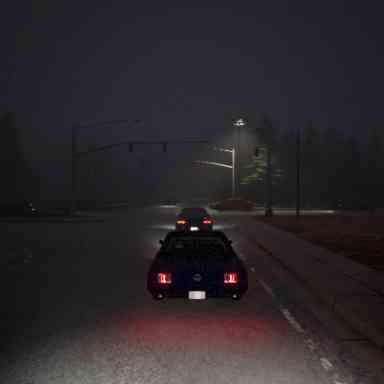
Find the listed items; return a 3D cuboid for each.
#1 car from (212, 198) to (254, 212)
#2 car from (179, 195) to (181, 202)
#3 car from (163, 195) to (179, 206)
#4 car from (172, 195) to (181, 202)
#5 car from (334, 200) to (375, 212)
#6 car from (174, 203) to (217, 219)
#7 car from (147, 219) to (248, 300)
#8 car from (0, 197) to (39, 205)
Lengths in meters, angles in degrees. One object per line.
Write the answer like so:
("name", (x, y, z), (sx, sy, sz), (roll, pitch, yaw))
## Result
("car", (4.602, 1.471, 38.273), (5.008, 1.535, 1.882), (0, 0, 1))
("car", (-3.548, 1.522, 63.809), (1.994, 1.385, 4.181), (0, 0, 1))
("car", (-3.591, 1.528, 54.541), (1.994, 1.385, 4.181), (0, 0, 0))
("car", (-3.418, 1.428, 74.114), (1.882, 1.535, 5.008), (0, 0, 1))
("car", (18.575, 1.557, 38.021), (4.181, 1.385, 1.994), (0, 0, 1))
("car", (0.100, 1.511, 17.354), (1.812, 1.442, 4.674), (0, 0, 0))
("car", (0.099, 1.596, 8.299), (1.895, 1.301, 4.718), (0, 0, 0))
("car", (-18.340, 1.363, 34.987), (4.553, 1.767, 2.097), (0, 0, 1))
